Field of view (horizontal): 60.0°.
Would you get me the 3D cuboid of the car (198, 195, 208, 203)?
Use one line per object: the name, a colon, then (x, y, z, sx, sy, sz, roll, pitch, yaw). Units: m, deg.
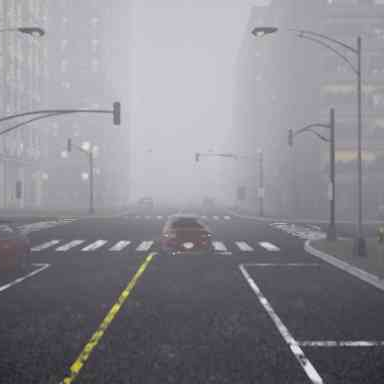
car: (2.749, 1.783, 84.954, 2.192, 1.841, 5.009, 0, 0, 0)

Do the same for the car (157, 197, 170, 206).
car: (-5.647, 1.863, 62.584, 1.752, 1.417, 4.829, 0, 0, 0)

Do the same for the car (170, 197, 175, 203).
car: (-5.635, 1.875, 79.407, 1.967, 1.590, 4.097, 0, 0, 0)

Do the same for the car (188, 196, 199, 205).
car: (0.053, 1.969, 70.072, 1.895, 1.301, 4.718, 0, 0, 0)

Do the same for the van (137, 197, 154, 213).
van: (-5.663, 1.554, 40.552, 1.690, 1.788, 3.998, 0, 0, 0)

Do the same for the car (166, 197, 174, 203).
car: (-5.632, 1.992, 84.787, 1.752, 1.417, 4.829, 0, 0, 0)

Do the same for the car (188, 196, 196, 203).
car: (0.059, 1.789, 80.049, 1.837, 1.490, 4.892, 0, 0, 0)

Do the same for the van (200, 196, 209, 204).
van: (2.741, 1.744, 73.852, 1.690, 1.788, 3.998, 0, 0, 0)

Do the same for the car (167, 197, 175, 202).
car: (-5.627, 2.052, 90.509, 2.008, 1.369, 4.403, 0, 0, 0)

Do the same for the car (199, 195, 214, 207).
car: (2.729, 1.622, 57.200, 2.192, 1.841, 5.009, 0, 0, 0)

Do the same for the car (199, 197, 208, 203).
car: (2.746, 1.986, 79.401, 2.008, 1.369, 4.403, 0, 0, 0)

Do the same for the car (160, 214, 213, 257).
car: (-0.270, 1.596, 13.190, 1.812, 1.442, 4.674, 0, 0, -4)

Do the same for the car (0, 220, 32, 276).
car: (-5.686, 1.482, 8.078, 1.967, 1.590, 4.097, 0, 0, 0)
